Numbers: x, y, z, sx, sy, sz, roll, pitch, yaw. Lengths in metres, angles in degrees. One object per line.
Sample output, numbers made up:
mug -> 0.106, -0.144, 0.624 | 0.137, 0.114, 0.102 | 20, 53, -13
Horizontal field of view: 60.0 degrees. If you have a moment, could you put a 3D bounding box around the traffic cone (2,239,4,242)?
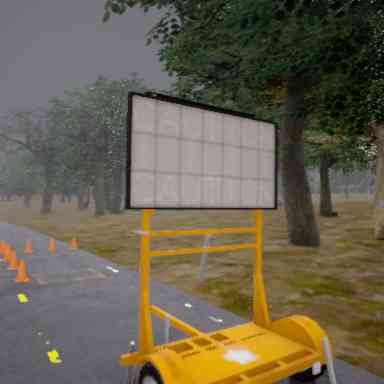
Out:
traffic cone -> -8.228, 2.369, 14.501 | 0.340, 0.580, 0.340 | 2, -3, -34

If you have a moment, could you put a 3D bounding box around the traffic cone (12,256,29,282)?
traffic cone -> -4.873, 2.236, 9.528 | 0.340, 0.580, 0.340 | 2, -2, -34

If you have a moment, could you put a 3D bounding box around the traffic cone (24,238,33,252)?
traffic cone -> -7.399, 2.400, 15.059 | 0.340, 0.580, 0.340 | 2, -3, -34

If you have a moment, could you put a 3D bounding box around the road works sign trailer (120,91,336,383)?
road works sign trailer -> 0.119, 0.635, 4.491 | 2.380, 3.560, 2.880 | 2, -2, -34

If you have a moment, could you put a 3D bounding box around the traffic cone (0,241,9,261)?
traffic cone -> -7.110, 2.324, 12.843 | 0.340, 0.580, 0.340 | 2, -2, -34

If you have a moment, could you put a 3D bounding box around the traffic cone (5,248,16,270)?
traffic cone -> -5.991, 2.280, 11.185 | 0.340, 0.580, 0.340 | 2, -2, -34

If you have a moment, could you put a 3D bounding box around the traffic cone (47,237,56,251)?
traffic cone -> -6.570, 2.432, 15.617 | 0.340, 0.580, 0.340 | 2, -2, -34
